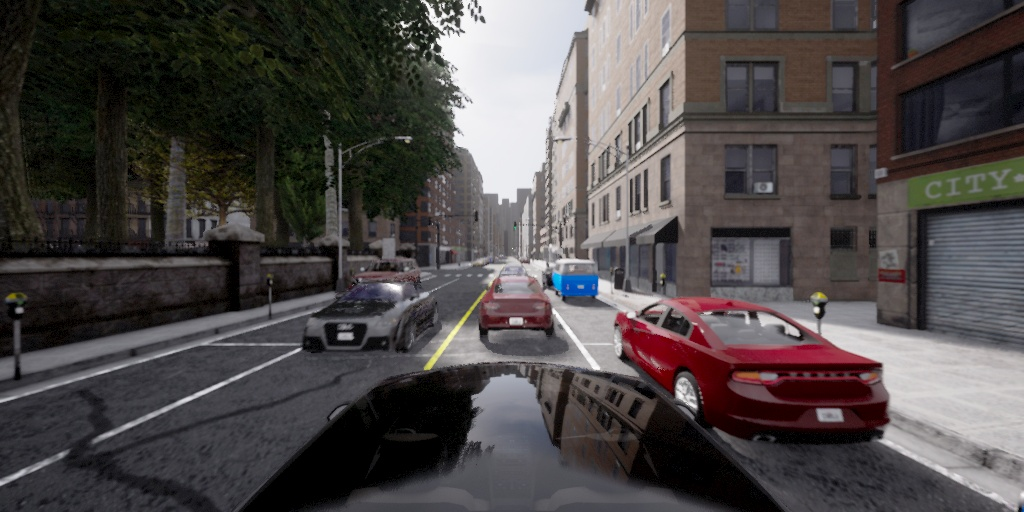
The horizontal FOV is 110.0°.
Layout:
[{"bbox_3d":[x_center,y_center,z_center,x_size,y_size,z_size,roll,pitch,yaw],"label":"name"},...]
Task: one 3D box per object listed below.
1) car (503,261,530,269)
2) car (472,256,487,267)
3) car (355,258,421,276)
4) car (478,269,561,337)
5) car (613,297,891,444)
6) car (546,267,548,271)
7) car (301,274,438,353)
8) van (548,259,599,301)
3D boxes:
[{"bbox_3d":[0.106,1.246,22.611,2.033,1.411,5.357,0,0,0],"label":"car"},{"bbox_3d":[-5.657,1.109,60.252,1.751,1.417,4.829,0,0,0],"label":"car"},{"bbox_3d":[-5.665,1.029,16.734,2.192,1.841,5.009,0,0,0],"label":"car"},{"bbox_3d":[0.104,1.257,10.152,1.812,1.442,4.674,0,0,0],"label":"car"},{"bbox_3d":[2.857,1.287,5.451,1.888,1.381,4.507,0,0,0],"label":"car"},{"bbox_3d":[2.861,1.264,22.433,1.948,1.339,4.313,0,0,0],"label":"car"},{"bbox_3d":[-3.094,1.298,8.653,1.994,1.385,4.181,0,0,0],"label":"car"},{"bbox_3d":[2.860,1.055,16.772,1.690,1.789,3.998,0,0,0],"label":"van"}]
